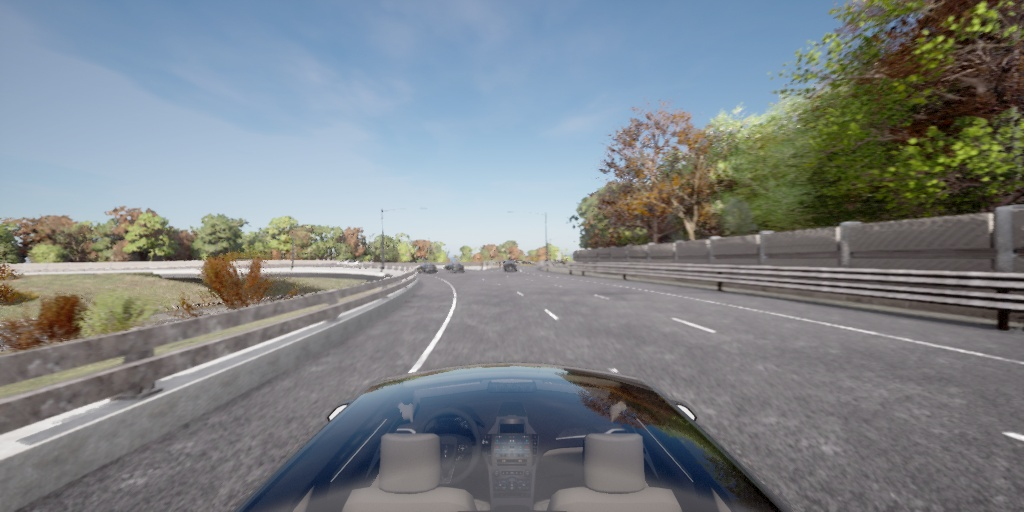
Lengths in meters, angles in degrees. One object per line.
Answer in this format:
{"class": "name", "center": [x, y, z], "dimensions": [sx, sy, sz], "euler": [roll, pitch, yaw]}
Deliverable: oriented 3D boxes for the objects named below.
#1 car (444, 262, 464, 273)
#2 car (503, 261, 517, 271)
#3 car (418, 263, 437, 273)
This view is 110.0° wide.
{"class": "car", "center": [-8.535, 1.638, 52.598], "dimensions": [2.128, 1.511, 4.902], "euler": [-1, 0, -27]}
{"class": "car", "center": [-0.287, 1.485, 53.283], "dimensions": [1.837, 1.490, 4.892], "euler": [-2, 0, -1]}
{"class": "car", "center": [-12.441, 1.718, 52.547], "dimensions": [2.128, 1.511, 4.902], "euler": [-1, 0, -28]}
